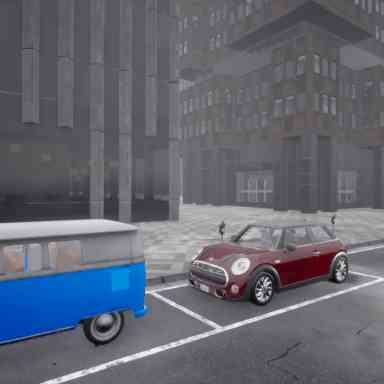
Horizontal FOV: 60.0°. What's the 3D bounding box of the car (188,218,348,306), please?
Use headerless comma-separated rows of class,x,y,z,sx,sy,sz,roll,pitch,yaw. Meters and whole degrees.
car,1.887,1.441,7.965,4.097,1.590,1.967,0,0,-35

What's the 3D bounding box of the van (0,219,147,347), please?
van,-2.624,1.341,4.776,3.998,1.788,1.690,0,0,-35
